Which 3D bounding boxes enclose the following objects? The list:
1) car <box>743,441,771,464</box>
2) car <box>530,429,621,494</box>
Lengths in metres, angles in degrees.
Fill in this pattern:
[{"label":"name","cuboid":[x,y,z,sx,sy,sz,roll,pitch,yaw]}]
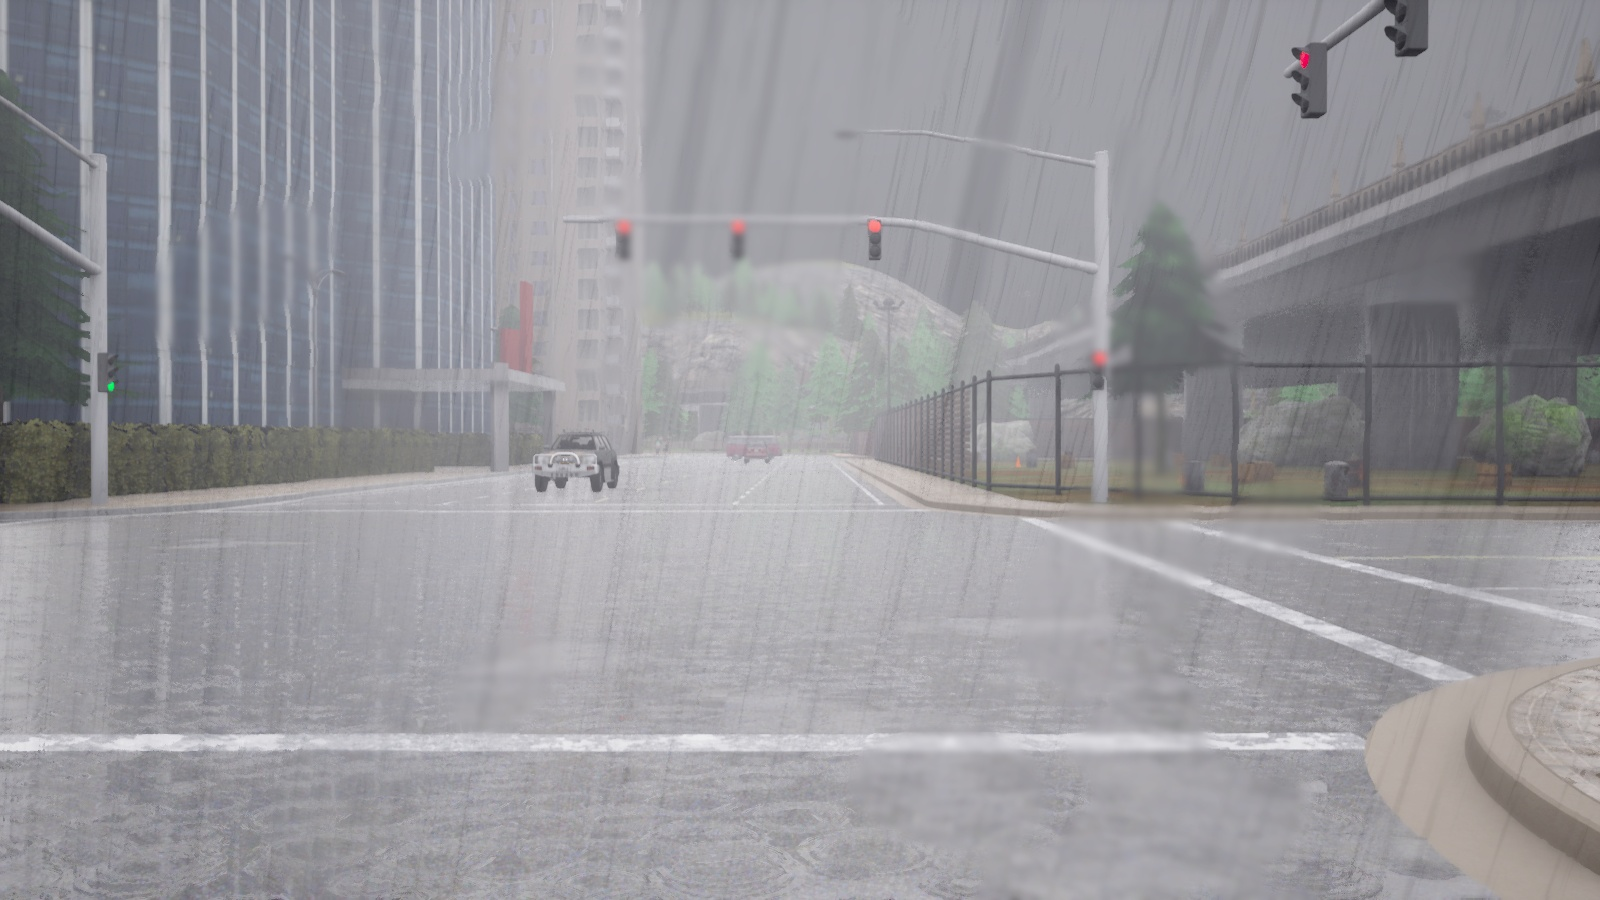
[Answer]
[{"label":"car","cuboid":[-2.986,0.157,87.570,1.789,1.549,3.705,0,0,0]},{"label":"car","cuboid":[-6.765,0.310,38.319,1.932,1.855,4.605,0,0,0]}]
